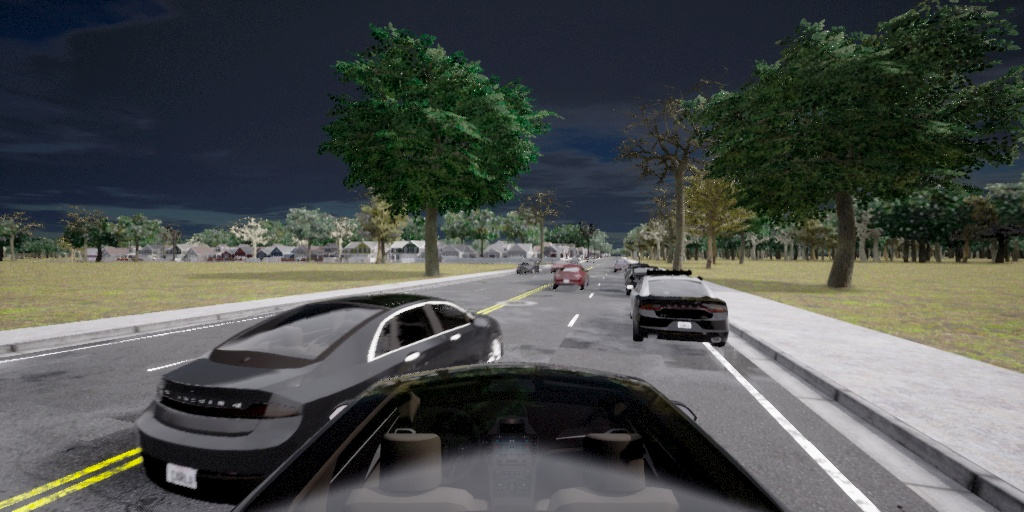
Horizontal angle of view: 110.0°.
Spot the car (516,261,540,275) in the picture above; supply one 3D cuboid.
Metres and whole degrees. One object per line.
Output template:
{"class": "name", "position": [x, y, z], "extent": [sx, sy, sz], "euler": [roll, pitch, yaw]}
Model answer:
{"class": "car", "position": [1.861, 1.266, 39.580], "extent": [1.837, 1.490, 4.892], "euler": [0, 0, 17]}

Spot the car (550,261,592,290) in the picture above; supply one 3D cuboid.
{"class": "car", "position": [3.802, 1.276, 22.717], "extent": [1.812, 1.442, 4.674], "euler": [0, 0, 17]}

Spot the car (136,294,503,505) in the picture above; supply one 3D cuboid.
{"class": "car", "position": [-1.576, 1.254, 4.787], "extent": [1.837, 1.490, 4.892], "euler": [0, 0, 17]}

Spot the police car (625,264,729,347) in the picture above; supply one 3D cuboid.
{"class": "police car", "position": [4.180, 1.174, 9.625], "extent": [1.930, 1.638, 5.238], "euler": [0, 0, 17]}

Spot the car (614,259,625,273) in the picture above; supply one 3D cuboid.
{"class": "car", "position": [13.595, 1.318, 44.396], "extent": [2.033, 1.411, 5.357], "euler": [0, 0, 17]}

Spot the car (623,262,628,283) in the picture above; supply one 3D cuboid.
{"class": "car", "position": [7.020, 1.255, 19.098], "extent": [1.837, 1.490, 4.892], "euler": [0, 0, 17]}

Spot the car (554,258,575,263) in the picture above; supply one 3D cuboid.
{"class": "car", "position": [5.598, 1.241, 40.727], "extent": [1.882, 1.535, 5.008], "euler": [0, 0, 17]}

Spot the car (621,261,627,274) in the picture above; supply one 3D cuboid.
{"class": "car", "position": [8.744, 1.258, 24.846], "extent": [1.837, 1.490, 4.892], "euler": [0, 0, 17]}
